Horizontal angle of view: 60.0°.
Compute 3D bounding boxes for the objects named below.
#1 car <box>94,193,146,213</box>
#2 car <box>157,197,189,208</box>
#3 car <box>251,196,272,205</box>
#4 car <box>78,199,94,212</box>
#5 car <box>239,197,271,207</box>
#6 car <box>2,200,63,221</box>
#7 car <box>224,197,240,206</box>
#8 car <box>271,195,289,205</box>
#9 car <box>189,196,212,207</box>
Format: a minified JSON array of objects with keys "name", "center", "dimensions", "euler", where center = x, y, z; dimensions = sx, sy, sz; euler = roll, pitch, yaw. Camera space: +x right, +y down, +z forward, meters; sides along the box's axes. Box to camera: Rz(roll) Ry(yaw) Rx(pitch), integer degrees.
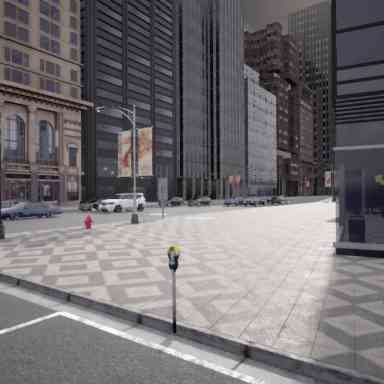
[{"name":"car","center":[-7.445,1.162,36.193],"dimensions":[2.150,2.045,5.566],"euler":[-1,0,35]},{"name":"car","center":[-2.995,1.444,48.097],"dimensions":[1.837,1.490,4.892],"euler":[-1,0,35]},{"name":"car","center":[12.275,1.465,58.311],"dimensions":[1.895,1.301,4.718],"euler":[-1,0,35]},{"name":"car","center":[-10.514,1.476,37.477],"dimensions":[1.837,1.490,4.892],"euler":[-1,0,35]},{"name":"car","center":[9.188,1.453,48.209],"dimensions":[1.895,1.301,4.718],"euler":[-1,0,36]},{"name":"car","center":[-13.500,1.517,27.616],"dimensions":[2.033,1.411,5.357],"euler":[-1,0,35]},{"name":"car","center":[6.774,1.424,50.420],"dimensions":[2.033,1.411,5.357],"euler":[-1,0,36]},{"name":"car","center":[14.913,1.344,56.412],"dimensions":[1.837,1.490,4.892],"euler":[-1,0,35]},{"name":"car","center":[1.143,1.416,48.307],"dimensions":[1.837,1.490,4.892],"euler":[-1,0,36]}]
